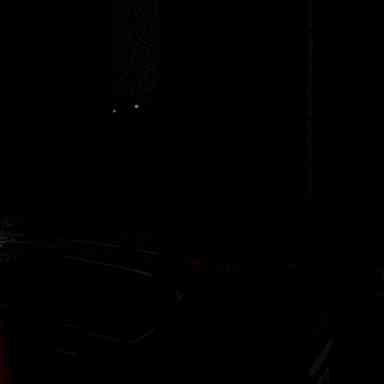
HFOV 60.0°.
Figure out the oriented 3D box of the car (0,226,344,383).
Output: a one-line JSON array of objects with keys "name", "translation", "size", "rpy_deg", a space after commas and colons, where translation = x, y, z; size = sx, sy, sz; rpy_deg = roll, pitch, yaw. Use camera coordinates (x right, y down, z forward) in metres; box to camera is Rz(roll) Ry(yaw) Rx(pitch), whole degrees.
[{"name": "car", "translation": [-1.082, 1.315, 3.580], "size": [5.009, 1.841, 2.192], "rpy_deg": [0, 0, 35]}]
